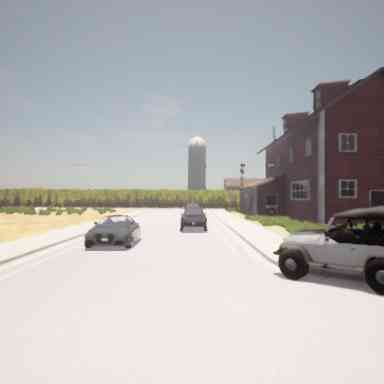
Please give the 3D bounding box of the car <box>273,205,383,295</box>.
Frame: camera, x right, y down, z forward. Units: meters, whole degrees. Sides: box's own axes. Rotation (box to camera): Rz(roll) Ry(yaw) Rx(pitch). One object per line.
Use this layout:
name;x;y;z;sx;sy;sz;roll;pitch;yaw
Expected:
car;4.178;1.333;8.697;1.905;1.878;3.866;-7;2;-42

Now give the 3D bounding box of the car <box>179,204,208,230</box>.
car;0.119;1.868;23.860;2.128;1.511;4.902;0;-1;0

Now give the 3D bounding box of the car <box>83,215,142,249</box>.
car;-3.583;1.793;15.658;1.994;1.385;4.181;0;-1;0
